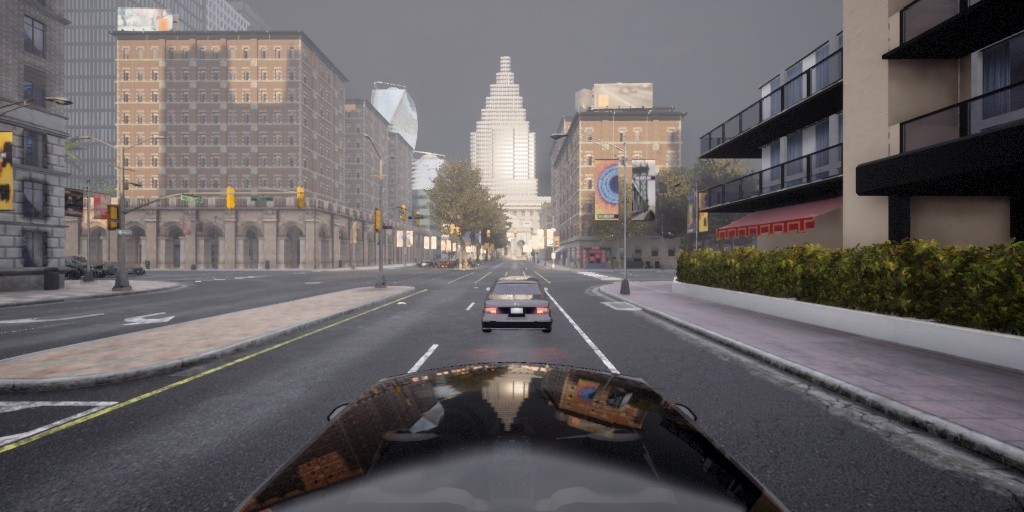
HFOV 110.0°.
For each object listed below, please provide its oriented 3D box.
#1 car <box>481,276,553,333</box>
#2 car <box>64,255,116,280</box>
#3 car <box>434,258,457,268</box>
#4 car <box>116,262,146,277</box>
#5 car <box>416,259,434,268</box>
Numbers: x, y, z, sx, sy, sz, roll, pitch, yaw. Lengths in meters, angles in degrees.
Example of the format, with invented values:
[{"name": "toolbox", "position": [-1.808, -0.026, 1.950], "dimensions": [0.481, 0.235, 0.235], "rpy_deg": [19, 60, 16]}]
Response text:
[{"name": "car", "position": [0.146, 1.297, 10.736], "dimensions": [2.033, 1.411, 5.357], "rpy_deg": [0, 0, 1]}, {"name": "car", "position": [-38.464, 0.971, 31.072], "dimensions": [5.566, 2.045, 2.150], "rpy_deg": [0, 0, 0]}, {"name": "car", "position": [-11.048, 1.102, 59.666], "dimensions": [2.097, 1.767, 4.553], "rpy_deg": [0, 0, 1]}, {"name": "car", "position": [-38.055, 1.314, 34.574], "dimensions": [4.181, 1.385, 1.994], "rpy_deg": [0, 0, 0]}, {"name": "car", "position": [-14.518, 1.241, 61.552], "dimensions": [2.128, 1.511, 4.902], "rpy_deg": [0, 0, 1]}]
